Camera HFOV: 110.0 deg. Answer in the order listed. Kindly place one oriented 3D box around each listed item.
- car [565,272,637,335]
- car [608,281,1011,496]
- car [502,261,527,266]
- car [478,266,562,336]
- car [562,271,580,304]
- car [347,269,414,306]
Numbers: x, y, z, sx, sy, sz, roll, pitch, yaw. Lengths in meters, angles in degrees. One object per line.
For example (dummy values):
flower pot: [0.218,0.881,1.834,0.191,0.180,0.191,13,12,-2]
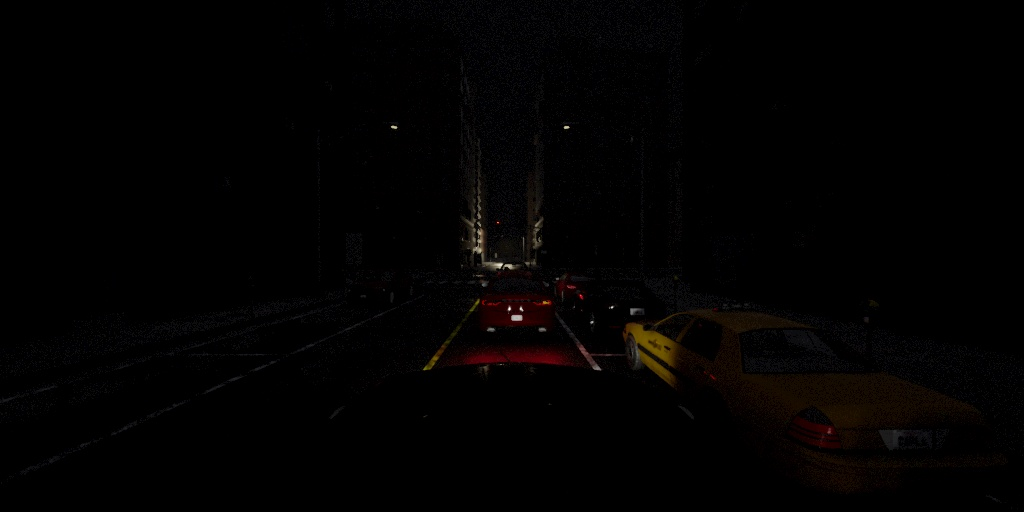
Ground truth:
car: [2.885,1.313,10.286,1.948,1.339,4.313,0,0,0]
car: [2.876,1.274,4.870,1.751,1.417,4.829,0,0,0]
car: [0.125,1.096,20.795,2.097,1.767,4.553,0,0,0]
car: [0.109,1.225,10.466,1.882,1.535,5.008,0,0,0]
car: [2.895,1.327,15.872,1.802,1.307,4.207,0,0,0]
car: [-5.651,1.291,15.883,1.888,1.381,4.507,0,0,0]
